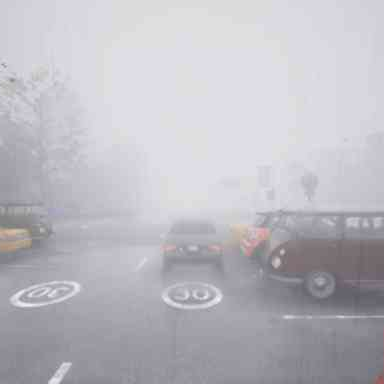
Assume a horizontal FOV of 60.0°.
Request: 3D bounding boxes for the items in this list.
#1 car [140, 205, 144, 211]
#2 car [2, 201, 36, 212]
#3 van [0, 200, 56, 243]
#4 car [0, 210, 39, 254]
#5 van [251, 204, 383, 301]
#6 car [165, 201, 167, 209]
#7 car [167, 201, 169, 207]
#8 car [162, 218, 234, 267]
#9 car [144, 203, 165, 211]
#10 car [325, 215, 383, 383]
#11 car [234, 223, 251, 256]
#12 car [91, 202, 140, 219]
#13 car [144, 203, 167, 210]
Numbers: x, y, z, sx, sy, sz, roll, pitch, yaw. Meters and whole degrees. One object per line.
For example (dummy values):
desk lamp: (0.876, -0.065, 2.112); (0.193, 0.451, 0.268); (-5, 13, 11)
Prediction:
car: (-8.289, 1.978, 38.286); (4.553, 1.767, 2.185); (0, -2, 0)
car: (-25.998, 2.168, 50.093); (4.181, 1.385, 1.994); (1, 1, 0)
van: (-8.208, 1.339, 14.326); (4.442, 1.987, 1.878); (0, -1, 0)
car: (-8.516, 1.530, 11.530); (5.366, 1.575, 1.946); (0, -1, 0)
van: (3.813, 1.277, 7.697); (4.442, 1.987, 1.878); (0, 0, 0)
car: (-7.951, 2.891, 65.881); (4.892, 1.521, 2.231); (0, -2, 1)
car: (-7.927, 2.983, 69.153); (5.008, 1.535, 2.097); (0, -2, 1)
car: (0.018, 1.601, 11.507); (2.033, 1.411, 5.357); (0, -1, 0)
car: (-7.990, 2.837, 62.606); (4.674, 1.452, 2.002); (0, -2, 1)
car: (3.894, 1.226, 1.505); (5.566, 2.045, 2.435); (0, 0, 0)
car: (4.126, 1.554, 13.649); (5.366, 1.575, 1.946); (0, -1, 0)
car: (-8.250, 2.055, 35.112); (4.674, 1.452, 2.002); (0, -2, 0)
car: (-7.885, 3.113, 72.299); (4.674, 1.452, 2.002); (0, -2, 1)
